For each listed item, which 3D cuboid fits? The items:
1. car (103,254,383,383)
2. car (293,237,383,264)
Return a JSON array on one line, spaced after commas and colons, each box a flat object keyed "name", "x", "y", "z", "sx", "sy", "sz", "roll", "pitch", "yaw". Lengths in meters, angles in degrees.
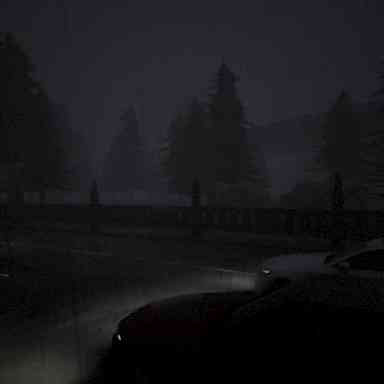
[{"name": "car", "x": 1.251, "y": 1.518, "z": 2.937, "sx": 4.674, "sy": 1.442, "sz": 1.812, "roll": 0, "pitch": 0, "yaw": 35}, {"name": "car", "x": 3.395, "y": 1.508, "z": 5.691, "sx": 4.674, "sy": 1.442, "sz": 1.812, "roll": 0, "pitch": 0, "yaw": 35}]
